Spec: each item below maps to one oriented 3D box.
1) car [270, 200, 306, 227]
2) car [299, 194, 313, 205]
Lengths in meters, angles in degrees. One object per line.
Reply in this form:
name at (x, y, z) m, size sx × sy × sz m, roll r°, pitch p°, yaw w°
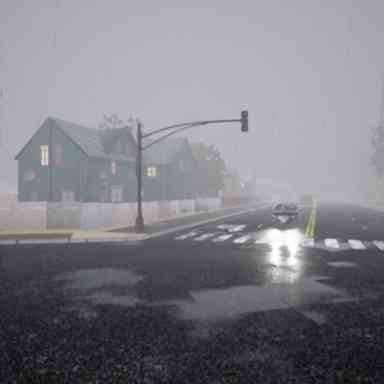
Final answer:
car at (6.675, 1.560, 23.456) m, size 2.128 × 1.511 × 4.902 m, roll 0°, pitch 0°, yaw 21°
car at (21.737, 1.447, 63.355) m, size 2.150 × 2.045 × 5.566 m, roll 0°, pitch -1°, yaw 21°
